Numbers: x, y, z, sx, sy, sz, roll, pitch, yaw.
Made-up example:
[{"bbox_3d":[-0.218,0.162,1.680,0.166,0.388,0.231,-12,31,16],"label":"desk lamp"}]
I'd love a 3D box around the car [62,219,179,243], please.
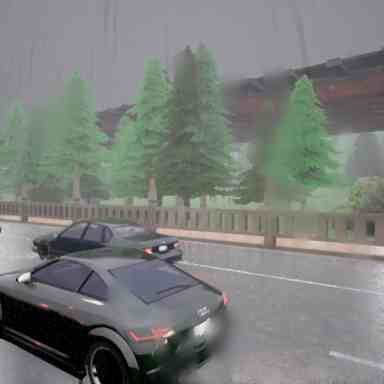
[{"bbox_3d":[-2.801,1.545,10.307,5.357,1.411,2.033,0,0,36],"label":"car"}]

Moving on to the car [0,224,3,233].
[{"bbox_3d":[-11.461,1.543,16.486,5.357,1.411,2.033,0,0,36],"label":"car"}]

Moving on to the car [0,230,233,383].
[{"bbox_3d":[-1.498,1.563,5.068,4.181,1.385,1.994,0,0,35],"label":"car"}]
